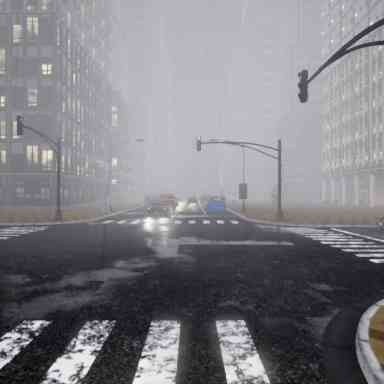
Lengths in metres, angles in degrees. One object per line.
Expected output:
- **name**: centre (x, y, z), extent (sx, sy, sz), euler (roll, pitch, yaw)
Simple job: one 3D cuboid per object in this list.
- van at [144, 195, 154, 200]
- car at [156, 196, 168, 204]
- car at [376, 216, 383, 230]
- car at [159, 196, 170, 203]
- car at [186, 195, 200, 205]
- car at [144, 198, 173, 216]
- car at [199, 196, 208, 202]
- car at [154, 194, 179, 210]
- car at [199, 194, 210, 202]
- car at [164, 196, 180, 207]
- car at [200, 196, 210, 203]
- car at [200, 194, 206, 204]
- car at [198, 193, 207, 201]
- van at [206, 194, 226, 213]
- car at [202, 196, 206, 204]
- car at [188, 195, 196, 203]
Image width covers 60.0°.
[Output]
- **van**: centre (-5.758, 1.340, 46.996), extent (1.690, 1.788, 3.998), euler (0, 0, 0)
- **car**: centre (-5.694, 1.564, 63.614), extent (1.947, 1.339, 4.313), euler (0, 0, 0)
- **car**: centre (13.666, 1.659, 20.059), extent (4.674, 1.442, 1.812), euler (0, 0, -1)
- **car**: centre (-5.672, 1.548, 69.152), extent (2.008, 1.369, 4.403), euler (0, 0, 0)
- **car**: centre (0.075, 1.502, 59.001), extent (1.837, 1.490, 4.892), euler (0, 0, 0)
- **car**: centre (-3.227, 1.600, 32.855), extent (1.895, 1.301, 4.718), euler (0, 0, 0)
- **car**: centre (2.753, 1.561, 80.199), extent (1.947, 1.339, 4.313), euler (0, 0, 0)
- **car**: centre (-3.179, 1.221, 42.899), extent (2.150, 2.045, 5.566), euler (0, 0, 1)
- **car**: centre (2.732, 1.311, 74.660), extent (2.192, 1.841, 5.009), euler (0, 0, 0)
- **car**: centre (-3.139, 1.491, 53.203), extent (2.128, 1.511, 4.902), euler (0, 0, 0)
- **car**: centre (2.709, 1.542, 69.120), extent (1.887, 1.381, 4.507), euler (0, 0, 0)
- **car**: centre (2.688, 1.313, 63.581), extent (2.192, 1.841, 5.009), euler (0, 0, 0)
- **car**: centre (2.776, 1.309, 85.738), extent (2.192, 1.841, 5.009), euler (0, 0, 0)
- **van**: centre (2.692, 1.340, 35.889), extent (1.690, 1.788, 3.998), euler (0, 0, 0)
- **car**: centre (2.622, 1.544, 41.427), extent (1.887, 1.381, 4.507), euler (0, 0, 0)
- **car**: centre (0.034, 1.497, 73.071), extent (1.837, 1.490, 4.892), euler (0, 0, 0)
